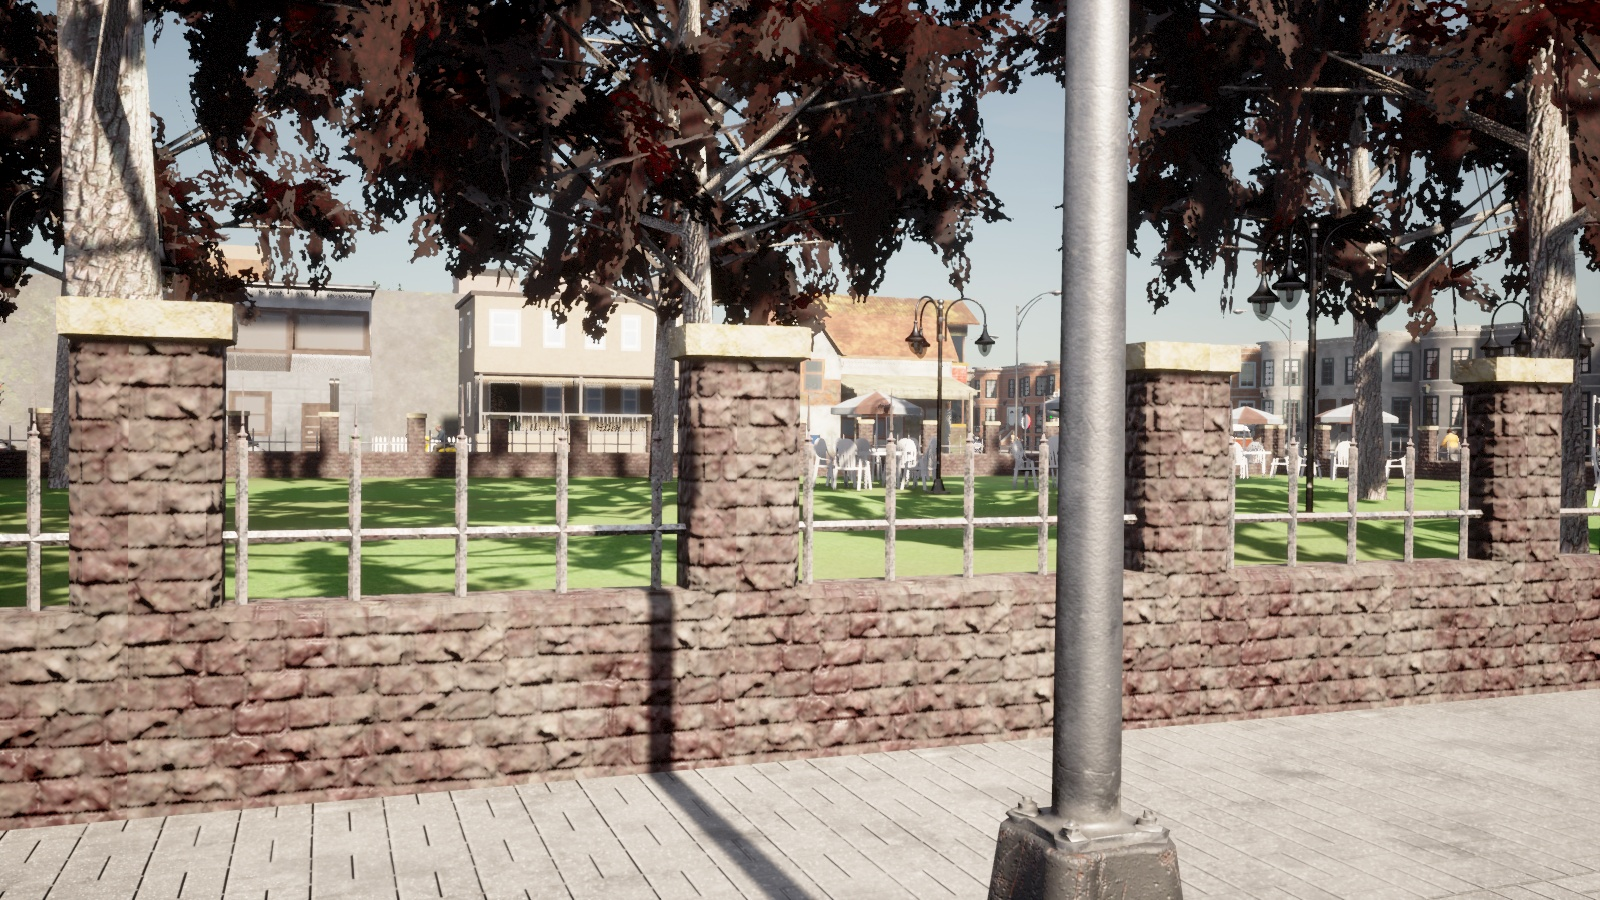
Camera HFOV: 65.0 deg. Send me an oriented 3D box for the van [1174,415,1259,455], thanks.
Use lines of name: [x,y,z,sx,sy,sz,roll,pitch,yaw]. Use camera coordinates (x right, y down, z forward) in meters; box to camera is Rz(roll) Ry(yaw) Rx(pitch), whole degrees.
van: [21.786,-0.787,65.926,2.069,2.038,4.480,-1,1,-16]

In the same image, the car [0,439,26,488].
car: [-25.916,0.424,38.103,3.806,1.475,1.970,-1,1,-20]

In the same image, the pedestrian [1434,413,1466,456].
pedestrian: [28.494,-0.695,55.025,0.874,1.855,0.900,-1,1,-11]
